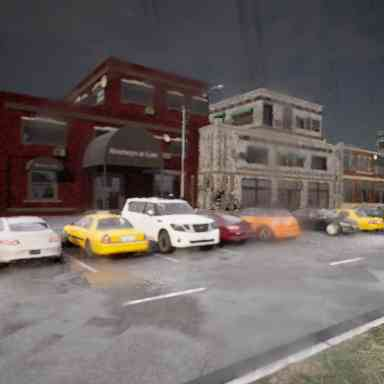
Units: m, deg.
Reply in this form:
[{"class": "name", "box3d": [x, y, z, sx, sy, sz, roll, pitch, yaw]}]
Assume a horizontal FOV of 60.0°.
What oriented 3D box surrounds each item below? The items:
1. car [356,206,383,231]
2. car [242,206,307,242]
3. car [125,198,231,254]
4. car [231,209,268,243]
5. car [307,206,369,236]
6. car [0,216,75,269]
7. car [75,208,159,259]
[{"class": "car", "box3d": [10.109, 1.832, 22.697, 1.946, 1.575, 5.366, 2, -1, -35]}, {"class": "car", "box3d": [3.340, 1.529, 17.623, 2.185, 1.767, 4.553, 1, -1, -35]}, {"class": "car", "box3d": [-1.186, 1.304, 14.412, 2.435, 2.045, 5.566, 1, -1, -35]}, {"class": "car", "box3d": [1.056, 1.641, 16.038, 2.002, 1.452, 4.674, 1, -1, -35]}, {"class": "car", "box3d": [7.947, 1.775, 20.941, 2.231, 1.521, 4.892, 2, -1, -35]}, {"class": "car", "box3d": [-5.731, 1.525, 11.216, 2.002, 1.452, 4.674, 1, 0, -35]}, {"class": "car", "box3d": [-3.579, 1.514, 12.975, 1.946, 1.575, 5.366, 1, -1, -35]}]
